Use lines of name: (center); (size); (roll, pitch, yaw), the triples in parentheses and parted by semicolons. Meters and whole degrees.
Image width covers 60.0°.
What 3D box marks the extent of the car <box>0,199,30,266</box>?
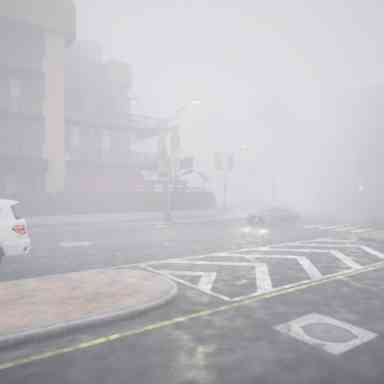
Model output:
car: (-7.294, 1.222, 8.624); (5.566, 2.045, 2.150); (0, 0, -35)

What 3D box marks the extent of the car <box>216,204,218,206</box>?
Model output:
car: (1.530, 1.534, 49.358); (2.033, 1.411, 5.357); (0, 0, -35)

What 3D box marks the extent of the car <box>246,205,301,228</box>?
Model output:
car: (5.529, 1.556, 22.287); (4.181, 1.385, 1.994); (0, 0, -42)
